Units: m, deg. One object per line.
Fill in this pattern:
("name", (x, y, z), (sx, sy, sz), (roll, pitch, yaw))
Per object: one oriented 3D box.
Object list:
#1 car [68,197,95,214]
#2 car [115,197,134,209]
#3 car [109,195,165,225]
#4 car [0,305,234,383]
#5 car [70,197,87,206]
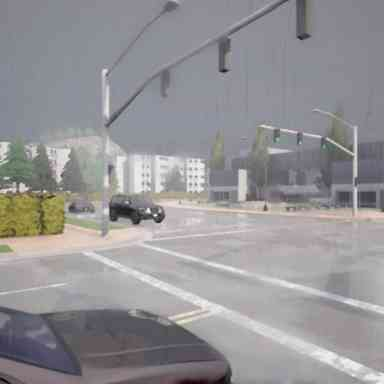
("car", (-11.661, 1.565, 35.091), (1.994, 1.385, 4.181), (0, 0, -32))
("car", (-9.632, 1.480, 47.229), (1.882, 1.535, 5.008), (0, 0, -20))
("car", (-4.242, 1.223, 24.634), (2.150, 2.045, 5.566), (0, 0, -39))
("car", (-2.178, 1.547, 2.213), (5.357, 1.411, 2.033), (0, 0, -35))
("car", (-18.736, 1.528, 55.031), (1.812, 1.442, 4.674), (0, 0, -7))
